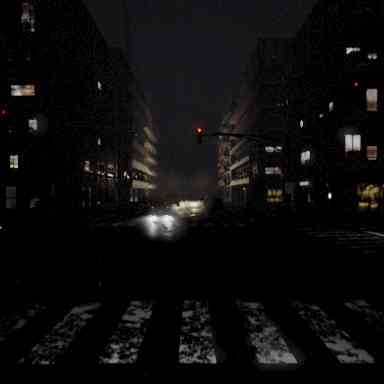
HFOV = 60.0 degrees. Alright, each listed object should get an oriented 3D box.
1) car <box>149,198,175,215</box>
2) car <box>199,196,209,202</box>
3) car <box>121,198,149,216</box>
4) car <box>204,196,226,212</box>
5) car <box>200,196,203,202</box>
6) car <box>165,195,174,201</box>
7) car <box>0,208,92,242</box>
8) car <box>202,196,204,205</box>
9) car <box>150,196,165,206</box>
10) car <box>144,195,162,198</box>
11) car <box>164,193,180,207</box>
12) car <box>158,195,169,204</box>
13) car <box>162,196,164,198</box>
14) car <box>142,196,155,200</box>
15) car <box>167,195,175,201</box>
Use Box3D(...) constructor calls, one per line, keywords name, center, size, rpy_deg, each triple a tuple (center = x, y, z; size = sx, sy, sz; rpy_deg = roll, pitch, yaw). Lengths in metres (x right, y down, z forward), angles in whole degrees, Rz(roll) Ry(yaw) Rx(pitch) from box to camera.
Box3D(name="car", center=(-3.065, 1.602, 34.338), size=(1.895, 1.301, 4.718), rpy_deg=(0, 0, 0))
Box3D(name="car", center=(2.763, 1.571, 77.693), size=(2.008, 1.369, 4.403), rpy_deg=(0, 0, 0))
Box3D(name="car", center=(-5.660, 1.567, 32.239), size=(1.947, 1.339, 4.313), rpy_deg=(0, 0, 0))
Box3D(name="car", center=(2.726, 1.442, 37.916), size=(1.967, 1.590, 4.097), rpy_deg=(0, 0, 0))
Box3D(name="car", center=(2.742, 1.589, 54.964), size=(1.802, 1.307, 4.206), rpy_deg=(0, 0, 0))
Box3D(name="car", center=(-5.612, 1.575, 83.381), size=(2.008, 1.369, 4.403), rpy_deg=(0, 0, 0))
Box3D(name="car", center=(-7.670, 1.590, 17.148), size=(4.902, 1.511, 2.128), rpy_deg=(-1, 1, -38))
Box3D(name="car", center=(2.731, 1.443, 43.599), size=(1.967, 1.590, 4.097), rpy_deg=(0, 0, 0))
Box3D(name="car", center=(-5.638, 1.448, 54.970), size=(1.967, 1.590, 4.097), rpy_deg=(0, 0, 0))
Box3D(name="car", center=(-5.649, 1.318, 43.605), size=(2.192, 1.841, 5.009), rpy_deg=(0, 0, 0))
Box3D(name="car", center=(-3.039, 1.230, 52.131), size=(2.150, 2.045, 5.566), rpy_deg=(0, 0, 0))
Box3D(name="car", center=(-5.628, 1.453, 66.335), size=(1.967, 1.590, 4.097), rpy_deg=(0, 0, 0))
Box3D(name="car", center=(-5.644, 1.530, 49.117), size=(1.752, 1.417, 4.829), rpy_deg=(0, 0, 0))
Box3D(name="car", center=(-5.655, 1.527, 37.752), size=(1.752, 1.417, 4.829), rpy_deg=(0, 0, 0))
Box3D(name="car", center=(-5.607, 1.579, 89.064), size=(2.008, 1.369, 4.403), rpy_deg=(0, 0, 0))
